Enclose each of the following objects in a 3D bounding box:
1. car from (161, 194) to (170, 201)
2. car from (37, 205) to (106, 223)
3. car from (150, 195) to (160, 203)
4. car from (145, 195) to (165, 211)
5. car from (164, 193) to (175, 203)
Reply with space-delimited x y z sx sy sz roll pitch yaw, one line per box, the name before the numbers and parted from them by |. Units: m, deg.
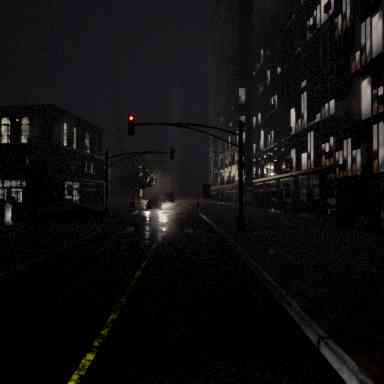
car | -6.417 1.335 79.403 1.812 1.442 4.674 0 0 -10
car | -8.875 1.635 24.439 4.718 1.301 1.895 0 -1 -29
car | -7.922 1.467 71.047 1.837 1.490 4.892 0 0 -8
car | -4.557 1.498 40.199 1.837 1.490 4.892 0 0 -5
car | -4.869 1.208 69.136 2.150 2.045 5.566 0 0 -8
